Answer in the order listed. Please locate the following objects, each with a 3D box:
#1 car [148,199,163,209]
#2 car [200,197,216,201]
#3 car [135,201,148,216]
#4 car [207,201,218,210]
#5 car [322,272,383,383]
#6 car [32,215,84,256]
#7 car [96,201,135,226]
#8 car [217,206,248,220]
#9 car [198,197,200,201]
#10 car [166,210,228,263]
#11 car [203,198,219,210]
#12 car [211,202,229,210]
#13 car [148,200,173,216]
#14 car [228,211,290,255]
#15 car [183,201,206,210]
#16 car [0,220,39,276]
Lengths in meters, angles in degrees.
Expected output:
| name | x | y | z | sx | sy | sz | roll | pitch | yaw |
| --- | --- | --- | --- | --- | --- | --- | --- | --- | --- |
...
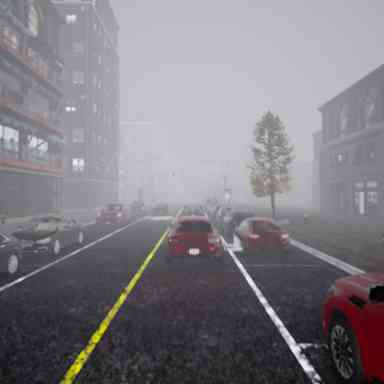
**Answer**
| name | x | y | z | sx | sy | sz | roll | pitch | yaw |
| --- | --- | --- | --- | --- | --- | --- | --- | --- | --- |
| car | -5.689 | 1.872 | 51.973 | 1.752 | 1.417 | 4.829 | 0 | 0 | 0 |
| car | 2.692 | 1.624 | 46.604 | 2.192 | 1.841 | 5.009 | 0 | 0 | 0 |
| car | -5.689 | 1.673 | 35.525 | 1.967 | 1.590 | 4.097 | 0 | 0 | 0 |
| car | 2.691 | 1.760 | 29.983 | 1.947 | 1.339 | 4.313 | 0 | 0 | 0 |
| car | 2.691 | 1.328 | 2.292 | 2.192 | 1.841 | 5.009 | 0 | 0 | 0 |
| car | -5.690 | 1.631 | 13.367 | 2.008 | 1.369 | 4.403 | 0 | 0 | 0 |
| car | -5.690 | 1.596 | 24.446 | 1.967 | 1.590 | 4.097 | 0 | 0 | 0 |
| car | 2.691 | 1.683 | 18.906 | 1.947 | 1.339 | 4.313 | 0 | 0 | 0 |
| car | 2.694 | 2.192 | 90.092 | 2.008 | 1.369 | 4.403 | 0 | 0 | 0 |
| car | 0.078 | 1.597 | 12.112 | 1.812 | 1.442 | 4.674 | 0 | 0 | 0 |
| car | 2.692 | 1.797 | 41.233 | 1.752 | 1.417 | 4.829 | 0 | 0 | 0 |
| car | 2.691 | 1.706 | 24.444 | 2.008 | 1.369 | 4.403 | 0 | 0 | 0 |
| car | -3.096 | 1.791 | 34.825 | 1.994 | 1.385 | 4.181 | 0 | 0 | 0 |
| car | 2.691 | 1.662 | 13.367 | 1.802 | 1.307 | 4.206 | 0 | 0 | 0 |
| car | 0.095 | 1.806 | 31.574 | 1.895 | 1.301 | 4.718 | 0 | 0 | 0 |
| car | -5.690 | 1.597 | 7.829 | 2.008 | 1.369 | 4.403 | 0 | 0 | 0 |
